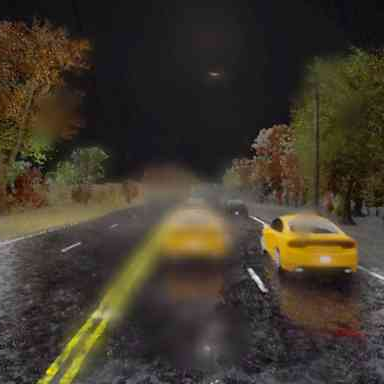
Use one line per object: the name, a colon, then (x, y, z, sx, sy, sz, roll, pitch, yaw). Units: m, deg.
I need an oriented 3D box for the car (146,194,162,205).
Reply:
car: (-5.859, 1.117, 51.705, 2.097, 1.767, 4.553, 0, 0, 2)

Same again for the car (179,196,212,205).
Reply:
car: (0.292, 1.377, 27.743, 2.128, 1.511, 4.902, 0, 0, 1)

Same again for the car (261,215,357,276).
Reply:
car: (3.347, 1.439, 10.360, 1.882, 1.535, 5.008, 0, 0, 4)

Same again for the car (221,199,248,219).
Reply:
car: (3.543, 1.392, 27.789, 1.837, 1.490, 4.892, 0, 1, 1)

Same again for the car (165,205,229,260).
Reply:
car: (0.122, 1.431, 12.269, 1.882, 1.535, 5.008, 0, 0, 1)

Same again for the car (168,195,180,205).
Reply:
car: (-2.604, 1.272, 51.801, 1.837, 1.490, 4.892, 0, 0, 2)

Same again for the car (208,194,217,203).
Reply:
car: (3.679, 1.212, 62.253, 1.837, 1.490, 4.892, 0, 0, 2)
